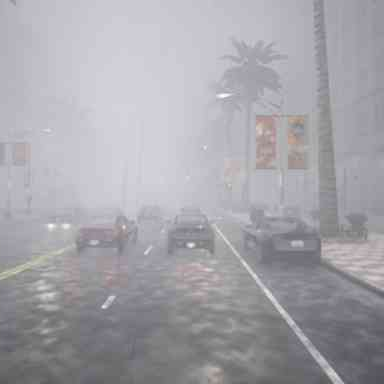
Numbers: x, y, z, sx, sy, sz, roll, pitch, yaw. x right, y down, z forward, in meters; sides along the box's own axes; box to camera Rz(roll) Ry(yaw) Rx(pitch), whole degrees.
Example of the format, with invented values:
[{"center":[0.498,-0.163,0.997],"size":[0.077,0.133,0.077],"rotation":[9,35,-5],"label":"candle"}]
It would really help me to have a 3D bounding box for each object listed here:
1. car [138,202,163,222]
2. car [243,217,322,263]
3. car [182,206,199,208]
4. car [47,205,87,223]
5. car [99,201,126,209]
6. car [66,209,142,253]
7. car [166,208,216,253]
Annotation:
[{"center":[-3.605,1.827,28.923],"size":[2.033,1.411,5.357],"rotation":[0,-1,0],"label":"car"},{"center":[3.159,1.633,12.418],"size":[2.161,1.482,4.786],"rotation":[0,-1,-1],"label":"car"},{"center":[-0.104,1.881,29.056],"size":[1.895,1.301,4.718],"rotation":[0,-1,0],"label":"car"},{"center":[-10.607,1.826,28.933],"size":[2.033,1.411,5.357],"rotation":[0,-1,0],"label":"car"},{"center":[-7.108,1.802,28.546],"size":[1.812,1.442,4.674],"rotation":[0,-1,0],"label":"car"},{"center":[-3.534,1.665,14.319],"size":[1.812,1.442,4.674],"rotation":[0,0,0],"label":"car"},{"center":[-0.034,1.646,14.257],"size":[1.837,1.490,4.892],"rotation":[0,0,0],"label":"car"}]
